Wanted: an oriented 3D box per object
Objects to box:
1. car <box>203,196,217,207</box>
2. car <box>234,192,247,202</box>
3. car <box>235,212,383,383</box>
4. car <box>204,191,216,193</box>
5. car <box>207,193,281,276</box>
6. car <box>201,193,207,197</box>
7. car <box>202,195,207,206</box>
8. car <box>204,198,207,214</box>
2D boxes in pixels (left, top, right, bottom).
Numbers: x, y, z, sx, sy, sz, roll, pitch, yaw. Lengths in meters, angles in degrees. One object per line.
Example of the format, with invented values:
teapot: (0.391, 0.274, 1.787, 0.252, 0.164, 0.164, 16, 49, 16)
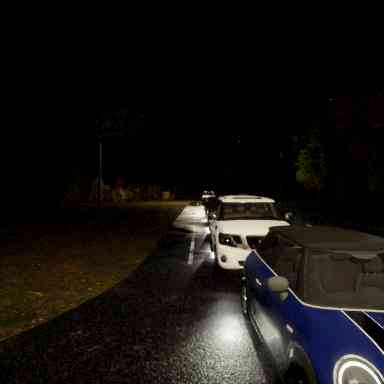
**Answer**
car: (2.567, 1.314, 48.008, 1.994, 1.385, 4.181, 0, 0, 2)
car: (9.952, 0.996, 67.928, 2.097, 1.767, 4.553, 0, 0, 1)
car: (1.940, 1.338, 4.156, 2.097, 1.767, 4.553, 0, 0, 0)
car: (2.743, 0.938, 54.441, 2.150, 2.045, 5.566, 0, 0, 2)
car: (1.716, 1.160, 10.502, 2.150, 2.045, 5.566, 0, 0, 1)
car: (2.393, 1.275, 41.599, 2.128, 1.511, 4.902, 0, 0, 1)
car: (2.113, 1.322, 29.344, 1.882, 1.535, 5.008, 0, 0, 1)
car: (1.978, 1.380, 23.089, 1.837, 1.490, 4.892, 0, 0, 1)
